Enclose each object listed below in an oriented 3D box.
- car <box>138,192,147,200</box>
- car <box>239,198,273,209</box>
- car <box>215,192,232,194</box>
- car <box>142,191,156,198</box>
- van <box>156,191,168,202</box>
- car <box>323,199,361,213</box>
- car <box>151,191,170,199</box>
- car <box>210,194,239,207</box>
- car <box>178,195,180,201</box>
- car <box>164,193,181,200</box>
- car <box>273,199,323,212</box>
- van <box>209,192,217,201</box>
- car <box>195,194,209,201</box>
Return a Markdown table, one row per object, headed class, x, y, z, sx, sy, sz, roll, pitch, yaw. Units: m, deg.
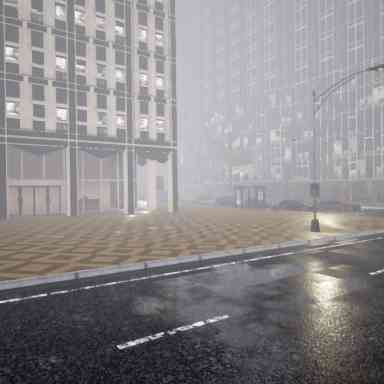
| class | x | y | z | sx | sy | sz | roll | pitch | yaw |
| --- | --- | --- | --- | --- | --- | --- | --- | --- | --- |
| car | -11.149 | 1.039 | 68.513 | 2.008 | 1.369 | 4.403 | 0 | 1 | -35 |
| car | 8.089 | 1.388 | 40.359 | 1.802 | 1.307 | 4.206 | 0 | 1 | -35 |
| car | 5.936 | 1.198 | 48.246 | 1.837 | 1.490 | 4.892 | -1 | 1 | -34 |
| car | -10.688 | 0.686 | 82.625 | 1.967 | 1.590 | 4.097 | 0 | 1 | -35 |
| van | -4.704 | 0.937 | 59.146 | 1.690 | 1.788 | 3.998 | 0 | 1 | -35 |
| car | 15.285 | 1.406 | 34.652 | 1.994 | 1.385 | 4.181 | -1 | 1 | -34 |
| car | -7.466 | 0.615 | 77.942 | 2.192 | 1.841 | 5.009 | 0 | 1 | -35 |
| car | 4.916 | 1.319 | 45.074 | 1.947 | 1.339 | 4.313 | 0 | 1 | -35 |
| car | -4.179 | 1.066 | 63.116 | 1.812 | 1.442 | 4.674 | -1 | 1 | -35 |
| car | -4.244 | 0.936 | 73.263 | 1.802 | 1.307 | 4.206 | 0 | 1 | -35 |
| car | 11.297 | 1.424 | 35.665 | 1.947 | 1.339 | 4.313 | 0 | 1 | -35 |
| van | 5.420 | 0.855 | 59.213 | 1.690 | 1.788 | 3.998 | 0 | 1 | -35 |
| car | 2.199 | 1.043 | 63.898 | 1.802 | 1.307 | 4.206 | 0 | 1 | -35 |
